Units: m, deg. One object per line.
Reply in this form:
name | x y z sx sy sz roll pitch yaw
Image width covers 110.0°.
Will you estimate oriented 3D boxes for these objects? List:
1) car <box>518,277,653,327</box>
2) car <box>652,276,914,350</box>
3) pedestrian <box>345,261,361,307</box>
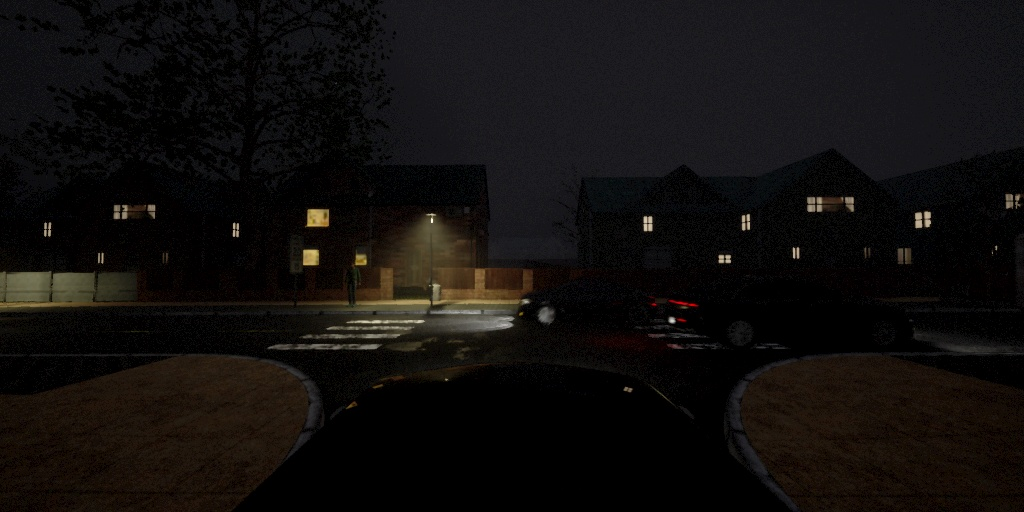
car | 2.262 1.381 11.297 4.181 1.385 1.994 -1 -1 2
car | 6.108 1.209 8.231 4.892 1.490 1.837 -1 -1 2
pedestrian | -6.468 1.113 14.482 0.375 1.860 0.375 0 -1 2
